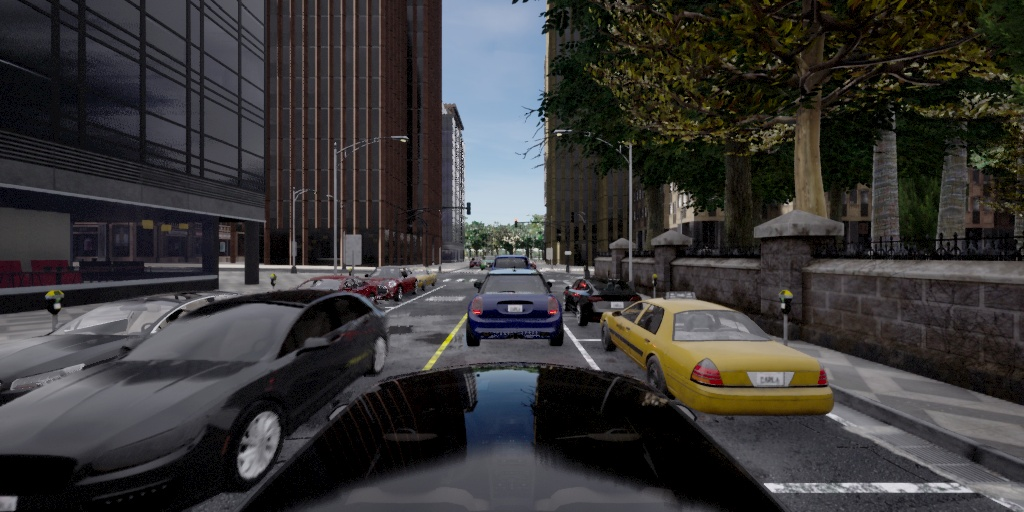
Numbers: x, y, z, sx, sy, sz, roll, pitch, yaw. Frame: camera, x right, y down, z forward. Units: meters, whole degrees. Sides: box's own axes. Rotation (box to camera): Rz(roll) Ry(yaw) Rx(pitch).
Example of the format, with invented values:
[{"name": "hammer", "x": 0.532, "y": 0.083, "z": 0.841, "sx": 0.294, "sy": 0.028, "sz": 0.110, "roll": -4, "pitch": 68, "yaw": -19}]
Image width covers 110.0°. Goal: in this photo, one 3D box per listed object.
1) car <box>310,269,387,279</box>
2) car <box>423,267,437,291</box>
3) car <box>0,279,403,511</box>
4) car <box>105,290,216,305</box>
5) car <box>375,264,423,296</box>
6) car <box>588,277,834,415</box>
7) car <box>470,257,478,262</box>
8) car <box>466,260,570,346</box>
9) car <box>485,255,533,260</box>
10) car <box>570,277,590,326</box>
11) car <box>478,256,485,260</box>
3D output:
[{"name": "car", "x": -5.783, "y": 1.295, "z": 11.405, "sx": 1.888, "sy": 1.381, "sz": 4.507, "roll": 0, "pitch": 0, "yaw": 0}, {"name": "car", "x": -5.806, "y": 1.277, "z": 22.149, "sx": 1.751, "sy": 1.417, "sz": 4.829, "roll": 0, "pitch": 0, "yaw": 0}, {"name": "car", "x": -3.106, "y": 1.255, "z": 4.605, "sx": 1.837, "sy": 1.490, "sz": 4.892, "roll": 0, "pitch": 0, "yaw": 0}, {"name": "car", "x": -5.772, "y": 1.300, "z": 5.948, "sx": 2.007, "sy": 1.370, "sz": 4.403, "roll": 0, "pitch": 0, "yaw": 0}, {"name": "car", "x": -5.795, "y": 1.190, "z": 16.862, "sx": 1.967, "sy": 1.591, "sz": 4.097, "roll": 0, "pitch": 0, "yaw": 0}, {"name": "car", "x": 2.753, "y": 1.275, "z": 6.138, "sx": 1.751, "sy": 1.417, "sz": 4.829, "roll": 0, "pitch": 0, "yaw": 0}, {"name": "car", "x": -5.884, "y": 1.079, "z": 59.726, "sx": 2.192, "sy": 1.841, "sz": 5.009, "roll": 0, "pitch": 0, "yaw": 0}, {"name": "car", "x": 0.037, "y": 1.102, "z": 9.527, "sx": 2.097, "sy": 1.767, "sz": 4.553, "roll": 0, "pitch": 0, "yaw": -1}, {"name": "car", "x": -0.031, "y": 0.972, "z": 18.961, "sx": 2.150, "sy": 2.045, "sz": 5.566, "roll": 0, "pitch": 0, "yaw": 0}, {"name": "car", "x": 2.742, "y": 1.316, "z": 11.425, "sx": 1.948, "sy": 1.339, "sz": 4.313, "roll": 0, "pitch": 0, "yaw": 0}, {"name": "car", "x": -3.205, "y": 0.982, "z": 51.202, "sx": 2.150, "sy": 2.045, "sz": 5.566, "roll": 0, "pitch": 0, "yaw": -1}]
